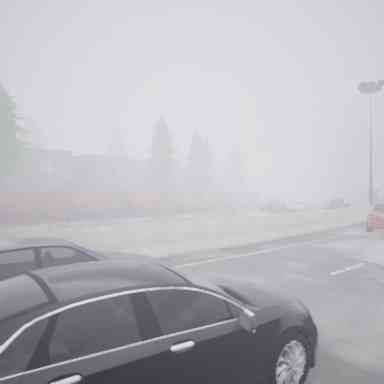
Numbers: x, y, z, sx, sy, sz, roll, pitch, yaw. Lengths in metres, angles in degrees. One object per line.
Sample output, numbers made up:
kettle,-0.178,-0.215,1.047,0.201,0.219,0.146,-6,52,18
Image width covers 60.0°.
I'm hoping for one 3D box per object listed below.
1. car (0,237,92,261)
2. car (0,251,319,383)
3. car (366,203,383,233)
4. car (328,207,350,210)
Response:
car,-2.846,1.578,6.133,5.357,1.411,2.033,0,0,-37
car,-0.631,1.522,3.500,4.892,1.490,1.837,0,0,-36
car,11.945,1.433,19.614,2.097,1.767,4.553,0,0,43
car,16.130,1.507,36.743,2.097,1.767,4.553,0,0,32
